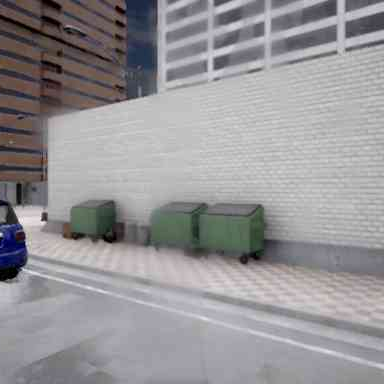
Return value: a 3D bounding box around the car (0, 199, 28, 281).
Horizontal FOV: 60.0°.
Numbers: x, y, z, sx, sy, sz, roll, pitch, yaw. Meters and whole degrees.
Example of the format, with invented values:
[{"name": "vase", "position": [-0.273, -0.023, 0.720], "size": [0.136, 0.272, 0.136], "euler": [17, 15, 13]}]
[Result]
[{"name": "car", "position": [-6.447, 1.178, 8.526], "size": [5.566, 2.045, 2.150], "euler": [0, 0, 36]}]
